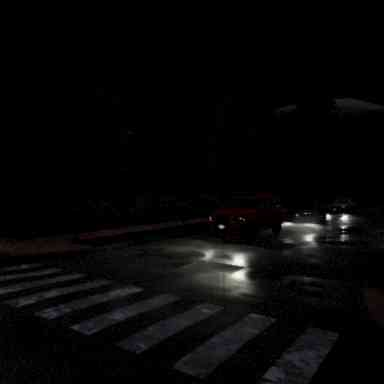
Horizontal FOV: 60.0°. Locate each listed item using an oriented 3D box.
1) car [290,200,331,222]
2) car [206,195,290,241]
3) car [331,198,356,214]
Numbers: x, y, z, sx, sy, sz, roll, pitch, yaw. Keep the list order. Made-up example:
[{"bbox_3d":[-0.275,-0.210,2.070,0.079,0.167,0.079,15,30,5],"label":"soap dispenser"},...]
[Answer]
[{"bbox_3d":[8.878,1.401,25.494,1.837,1.490,4.892,0,1,37],"label":"car"},{"bbox_3d":[2.926,1.194,17.289,2.150,2.045,5.566,0,1,36],"label":"car"},{"bbox_3d":[15.103,1.348,33.523,1.812,1.442,4.674,0,1,40],"label":"car"}]
